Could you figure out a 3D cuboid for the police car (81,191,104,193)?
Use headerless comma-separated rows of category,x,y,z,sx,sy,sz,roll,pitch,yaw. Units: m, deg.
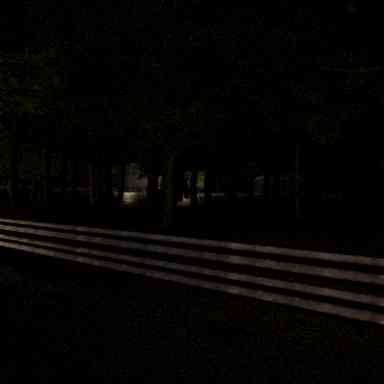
police car,-20.951,-0.553,71.125,5.238,1.638,1.930,1,1,7
